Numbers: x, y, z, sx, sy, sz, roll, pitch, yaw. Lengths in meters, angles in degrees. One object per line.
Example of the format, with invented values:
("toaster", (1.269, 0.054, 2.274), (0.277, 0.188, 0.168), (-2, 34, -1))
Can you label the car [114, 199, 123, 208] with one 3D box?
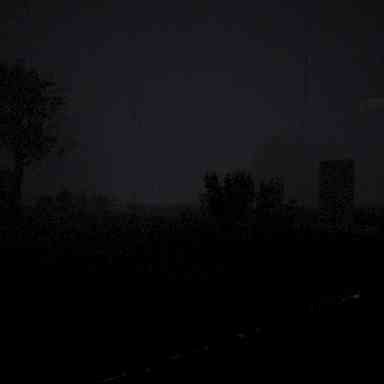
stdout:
("car", (-13.969, 2.036, 59.450), (2.097, 1.767, 4.553), (1, -1, -35))

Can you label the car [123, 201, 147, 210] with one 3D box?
("car", (-8.695, 2.130, 52.041), (1.994, 1.385, 4.181), (1, -1, -34))
